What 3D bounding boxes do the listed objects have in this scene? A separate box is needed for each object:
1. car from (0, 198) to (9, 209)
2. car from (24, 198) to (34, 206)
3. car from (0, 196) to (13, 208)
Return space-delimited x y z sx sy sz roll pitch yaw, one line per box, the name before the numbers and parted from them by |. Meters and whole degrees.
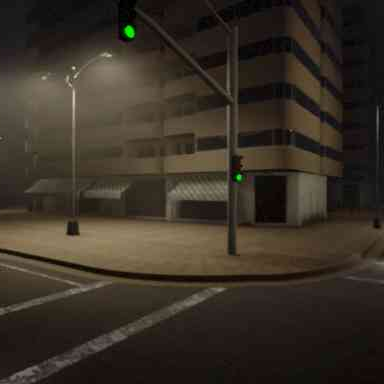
car | -24.442 1.385 39.649 1.882 1.535 5.008 0 0 2
car | -22.610 1.519 49.966 1.895 1.301 4.718 0 0 20
car | -27.391 1.391 45.683 2.128 1.511 4.902 0 0 13
